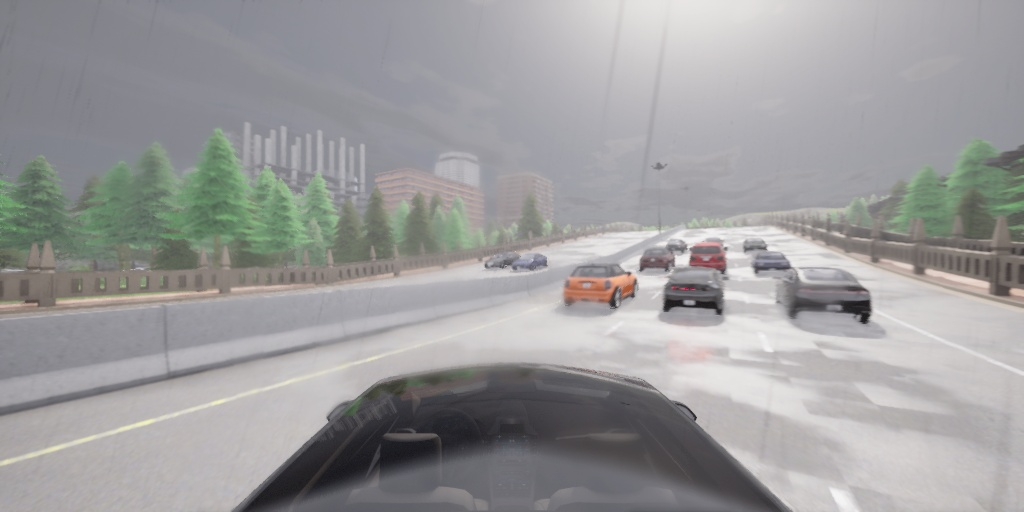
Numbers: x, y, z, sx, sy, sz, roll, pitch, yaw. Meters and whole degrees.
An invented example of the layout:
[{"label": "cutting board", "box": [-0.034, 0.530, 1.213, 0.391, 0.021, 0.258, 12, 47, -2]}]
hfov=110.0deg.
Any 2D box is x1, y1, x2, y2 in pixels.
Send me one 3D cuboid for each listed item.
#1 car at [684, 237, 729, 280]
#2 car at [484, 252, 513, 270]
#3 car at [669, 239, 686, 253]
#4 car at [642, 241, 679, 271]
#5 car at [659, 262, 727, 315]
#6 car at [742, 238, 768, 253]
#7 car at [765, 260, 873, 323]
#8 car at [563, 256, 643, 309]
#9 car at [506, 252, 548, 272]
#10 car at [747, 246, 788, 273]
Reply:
[{"label": "car", "box": [13.641, 0.055, 24.955, 2.150, 2.045, 5.566, -1, 5, 31]}, {"label": "car", "box": [-0.828, 0.408, 35.033, 2.128, 1.511, 4.902, -1, 5, 31]}, {"label": "car", "box": [17.663, -1.131, 38.685, 1.812, 1.442, 4.674, -1, 7, 31]}, {"label": "car", "box": [11.358, 0.092, 27.946, 2.097, 1.767, 4.553, -1, 5, 31]}, {"label": "car", "box": [6.846, 1.166, 13.395, 1.837, 1.490, 4.892, -1, 1, 31]}, {"label": "car", "box": [23.584, -1.112, 34.948, 1.895, 1.301, 4.718, -1, 6, 31]}, {"label": "car", "box": [9.954, 1.108, 11.771, 2.128, 1.511, 4.902, -1, 2, 31]}, {"label": "car", "box": [3.889, 1.050, 15.268, 2.097, 1.767, 4.553, -1, 1, 31]}, {"label": "car", "box": [1.720, 0.487, 32.477, 1.812, 1.442, 4.674, -1, 5, 31]}, {"label": "car", "box": [17.023, 0.328, 23.779, 1.895, 1.301, 4.718, -1, 5, 31]}]
